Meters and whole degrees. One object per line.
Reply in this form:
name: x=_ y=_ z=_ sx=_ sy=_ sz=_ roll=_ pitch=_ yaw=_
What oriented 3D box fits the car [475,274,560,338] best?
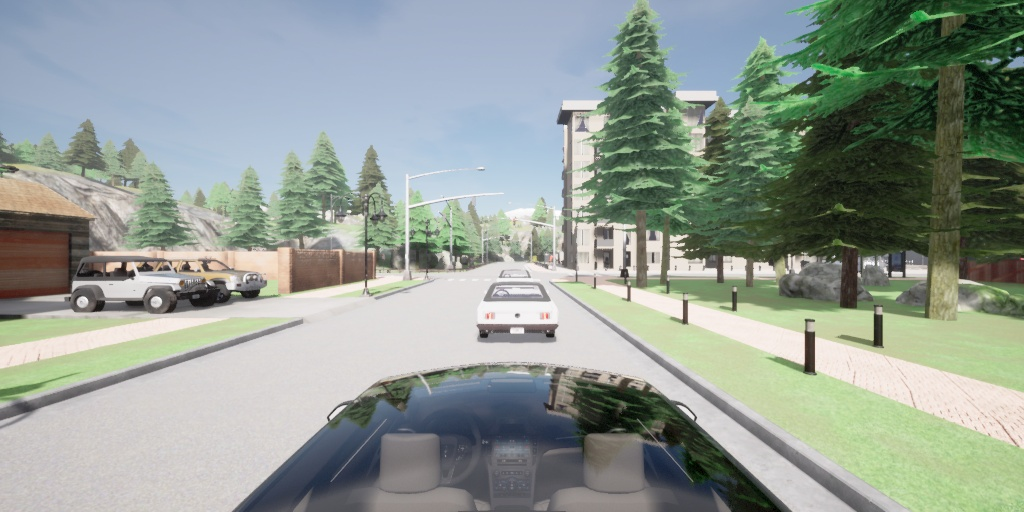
car: x=0.130 y=1.351 z=10.126 sx=1.895 sy=1.301 sz=4.718 roll=0 pitch=0 yaw=0

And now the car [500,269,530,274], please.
car: x=0.159 y=1.351 z=19.294 sx=1.895 sy=1.301 sz=4.718 roll=0 pitch=0 yaw=0
